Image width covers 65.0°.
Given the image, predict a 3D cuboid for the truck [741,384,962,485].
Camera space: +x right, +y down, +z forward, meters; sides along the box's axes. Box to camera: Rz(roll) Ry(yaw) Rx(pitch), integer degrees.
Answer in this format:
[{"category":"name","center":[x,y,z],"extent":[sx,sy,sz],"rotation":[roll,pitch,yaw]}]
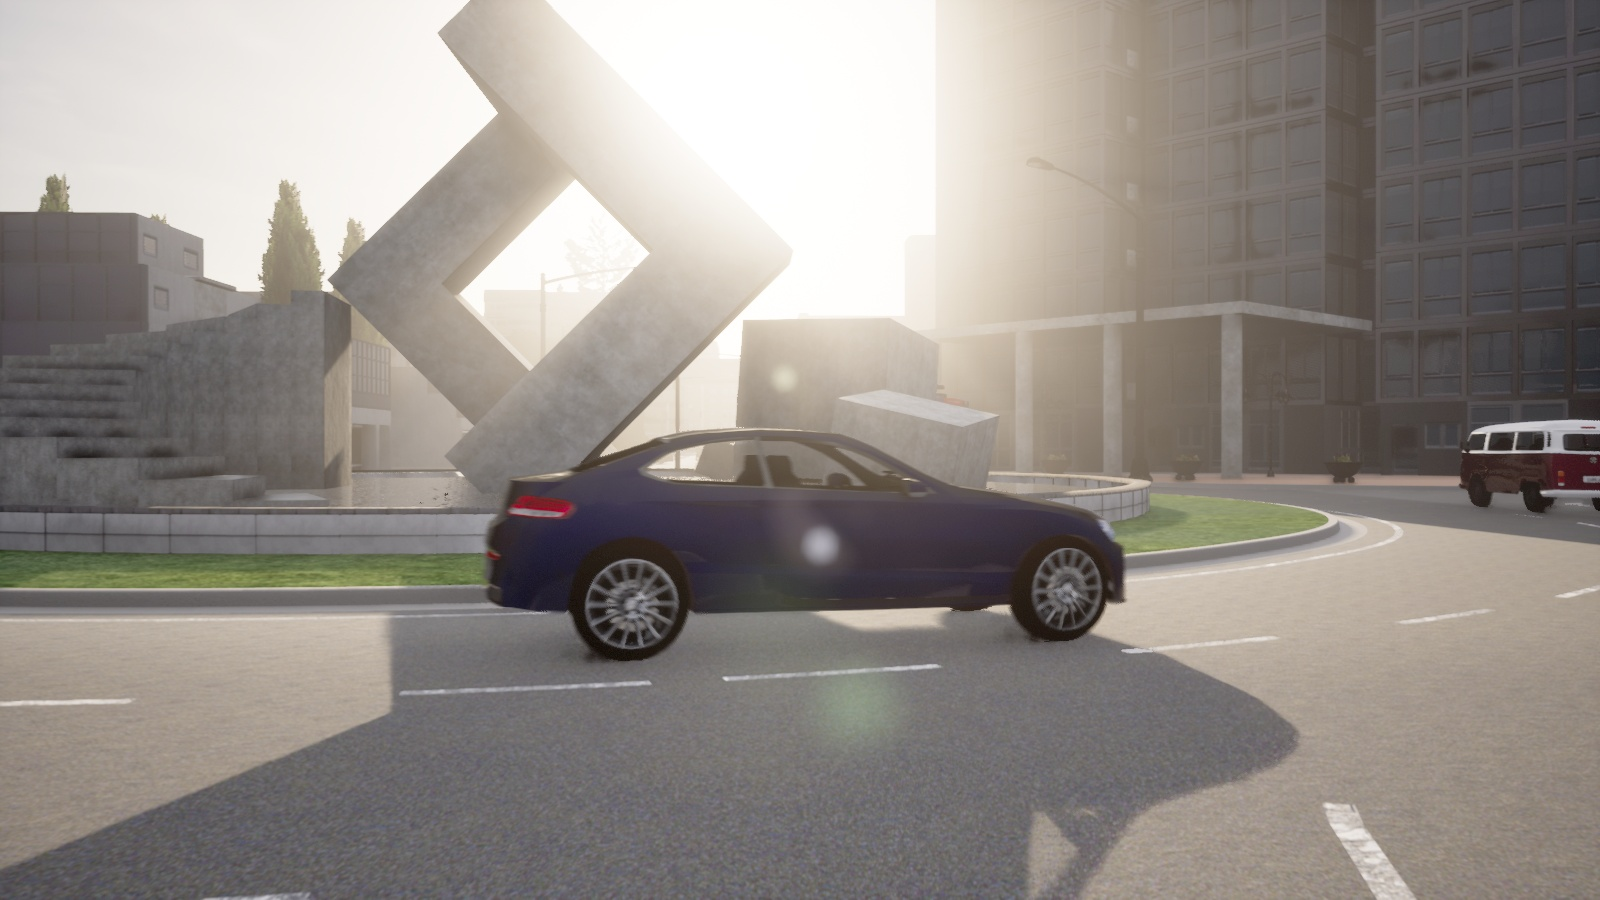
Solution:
[{"category":"truck","center":[2.017,-0.599,50.594],"extent":[8.468,3.827,2.891],"rotation":[0,0,28]}]

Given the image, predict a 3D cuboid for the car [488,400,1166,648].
[{"category":"car","center":[0.111,0.489,10.063],"extent":[5.027,1.651,2.152],"rotation":[0,0,-15]}]

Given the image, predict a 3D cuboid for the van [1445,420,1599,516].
[{"category":"van","center":[17.025,0.381,29.010],"extent":[2.069,2.038,4.480],"rotation":[0,0,2]}]
